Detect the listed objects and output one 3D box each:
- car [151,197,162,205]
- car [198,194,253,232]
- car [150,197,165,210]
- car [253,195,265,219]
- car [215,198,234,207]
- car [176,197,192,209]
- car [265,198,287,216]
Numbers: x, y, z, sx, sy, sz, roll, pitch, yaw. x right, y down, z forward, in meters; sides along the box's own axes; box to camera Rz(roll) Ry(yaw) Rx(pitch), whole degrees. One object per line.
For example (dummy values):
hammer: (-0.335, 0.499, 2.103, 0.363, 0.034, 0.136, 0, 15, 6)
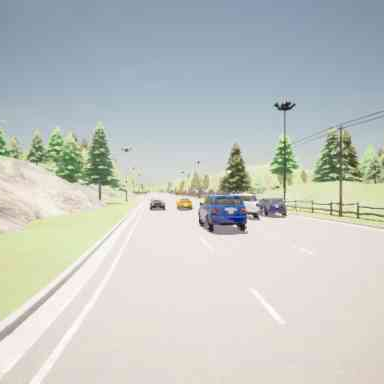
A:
car: (-6.386, 1.600, 59.164, 1.895, 1.301, 4.718, 0, 0, -7)
car: (1.761, 1.218, 20.527, 2.150, 2.045, 5.566, 0, 0, -7)
car: (-4.495, 1.599, 43.318, 1.895, 1.301, 4.718, 0, 0, -7)
car: (4.238, 1.221, 29.246, 2.150, 2.045, 5.566, 0, 0, -7)
car: (5.026, 1.600, 52.144, 1.895, 1.301, 4.718, 0, 0, -7)
car: (-1.090, 1.477, 44.330, 1.882, 1.535, 5.008, 0, 0, -7)
car: (7.408, 1.352, 32.202, 2.097, 1.767, 4.553, 0, 0, -7)
